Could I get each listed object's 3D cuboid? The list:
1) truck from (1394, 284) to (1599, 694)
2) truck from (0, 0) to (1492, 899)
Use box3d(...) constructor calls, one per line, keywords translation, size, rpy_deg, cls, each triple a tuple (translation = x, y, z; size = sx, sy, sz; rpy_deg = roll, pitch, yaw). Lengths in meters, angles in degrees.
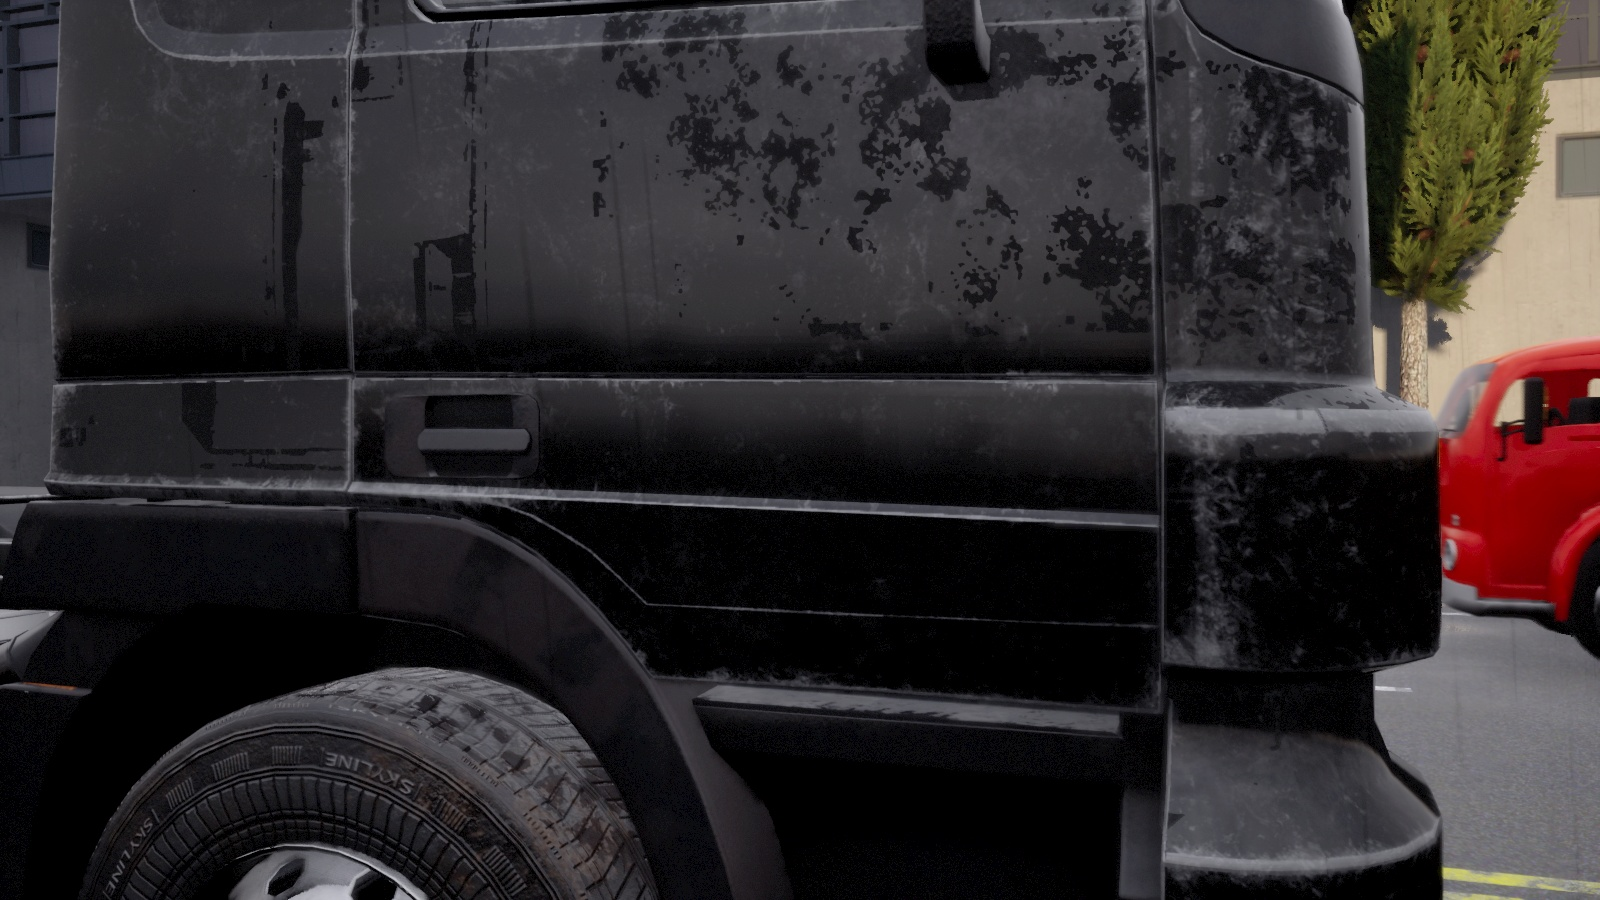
box3d(translation=(6.950, 0.234, 8.248), size=(5.204, 2.467, 2.627), rpy_deg=(1, 1, 18), cls="truck")
box3d(translation=(-2.510, -0.230, 4.057), size=(7.936, 3.462, 2.891), rpy_deg=(1, 1, 19), cls="truck")
